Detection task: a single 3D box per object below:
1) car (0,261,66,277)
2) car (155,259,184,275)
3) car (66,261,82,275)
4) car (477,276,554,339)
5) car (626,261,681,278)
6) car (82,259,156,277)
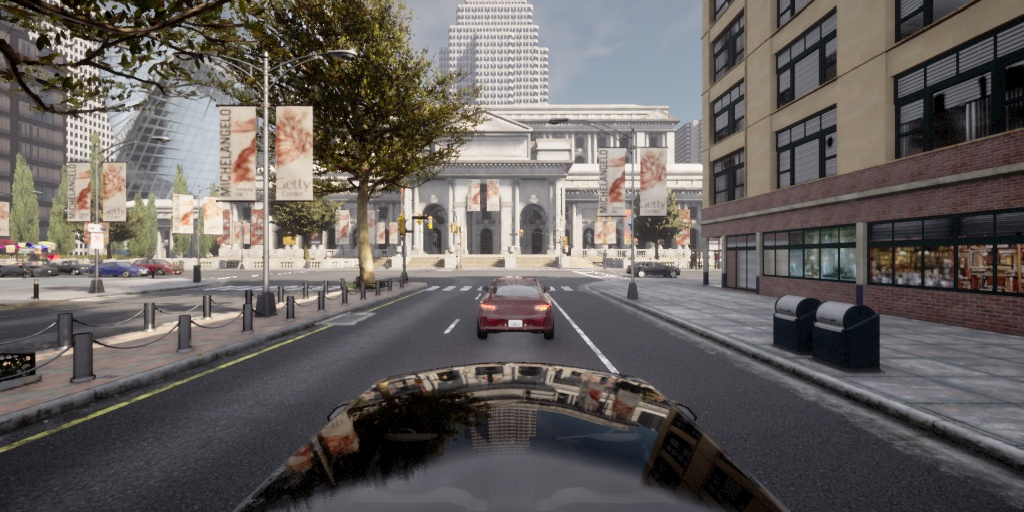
[{"bbox_3d":[-46.104,1.314,34.177,4.181,1.385,1.994,0,0,-1],"label":"car"},{"bbox_3d":[-37.312,1.102,37.647,4.553,1.767,2.097,0,0,0],"label":"car"},{"bbox_3d":[-46.267,1.241,37.684,4.902,1.511,2.128,0,0,0],"label":"car"},{"bbox_3d":[0.111,1.276,9.959,1.812,1.442,4.674,0,0,1],"label":"car"},{"bbox_3d":[13.251,1.255,33.615,4.892,1.490,1.837,0,0,1],"label":"car"},{"bbox_3d":[-37.344,1.275,34.152,4.674,1.442,1.812,0,0,0],"label":"car"}]
